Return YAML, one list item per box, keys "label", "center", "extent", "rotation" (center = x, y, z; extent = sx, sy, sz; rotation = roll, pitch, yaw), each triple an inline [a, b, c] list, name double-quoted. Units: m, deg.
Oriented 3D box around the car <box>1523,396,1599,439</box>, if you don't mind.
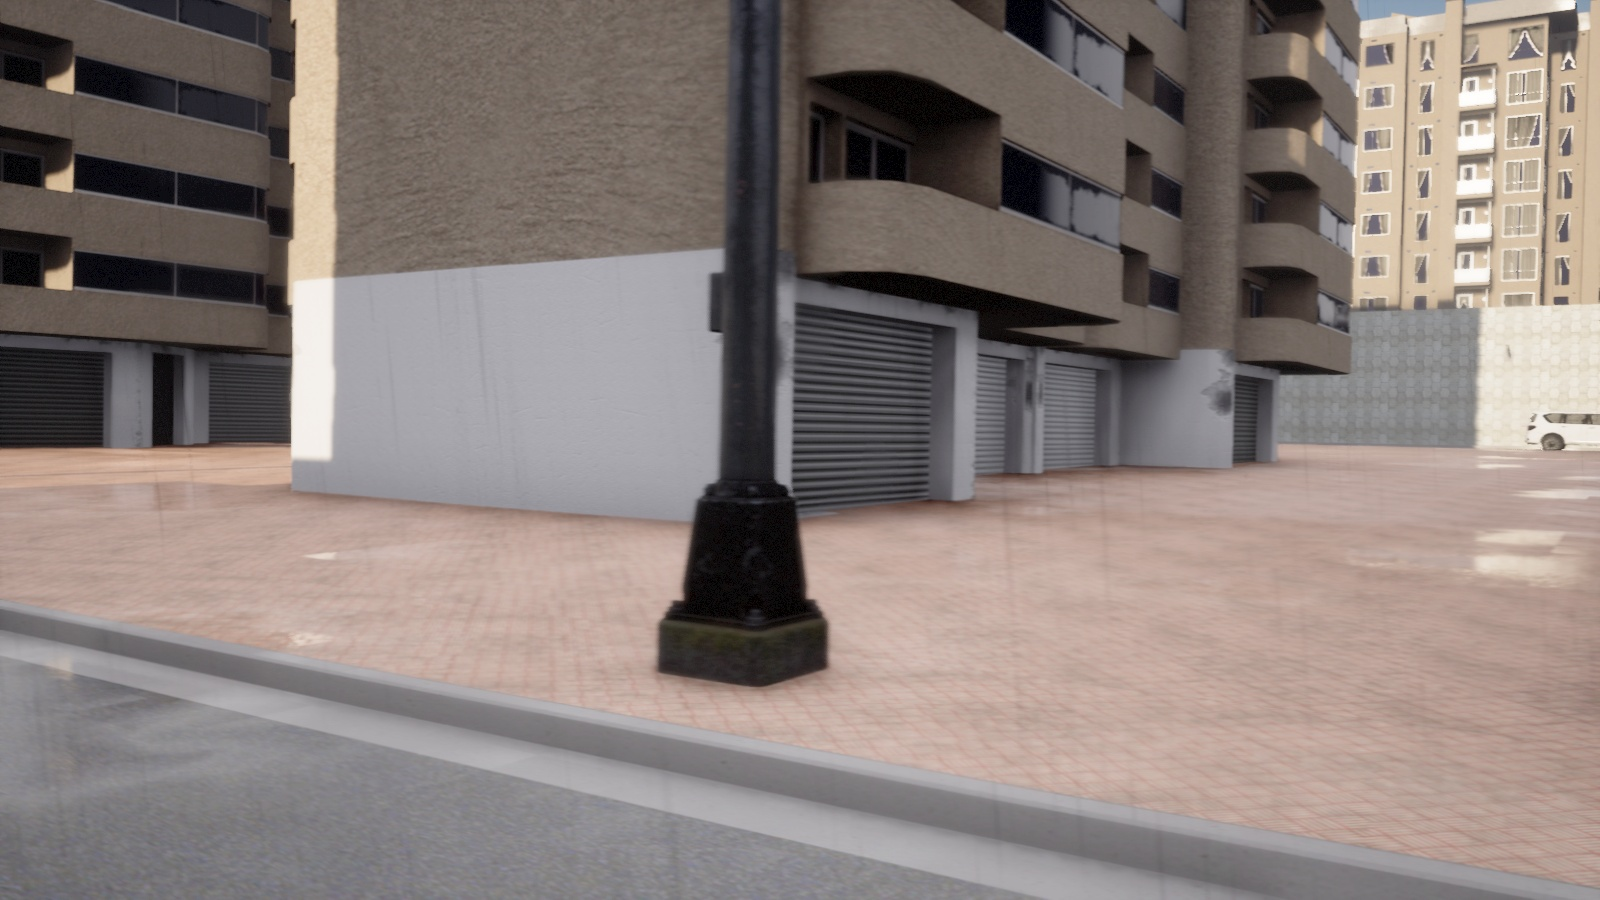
- label: "car"
  center: [38.275, -1.551, 60.693]
  extent: [5.566, 2.045, 2.150]
  rotation: [1, 1, 35]
